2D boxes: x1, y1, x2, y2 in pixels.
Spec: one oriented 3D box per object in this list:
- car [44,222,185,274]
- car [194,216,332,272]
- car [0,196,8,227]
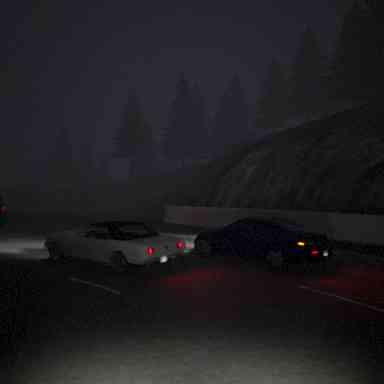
[{"bbox_3d":[-2.625,1.601,10.595,4.718,1.301,1.895,0,0,34],"label":"car"},{"bbox_3d":[2.112,1.526,10.895,1.812,1.442,4.674,1,-1,-44],"label":"car"},{"bbox_3d":[-14.196,1.221,21.520,5.566,2.045,2.150,0,0,34],"label":"car"}]
